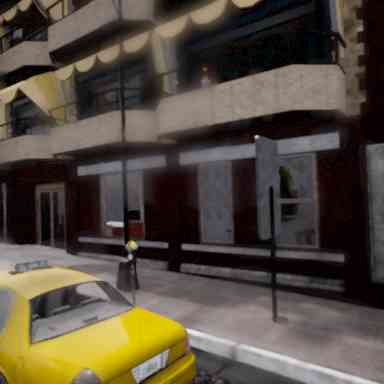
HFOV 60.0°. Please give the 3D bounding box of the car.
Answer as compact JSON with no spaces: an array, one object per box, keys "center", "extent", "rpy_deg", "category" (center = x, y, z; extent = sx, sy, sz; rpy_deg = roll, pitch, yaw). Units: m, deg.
[{"center":[-2.251,1.566,4.353],"extent":[4.829,1.417,1.752],"rpy_deg":[-1,-2,36],"category":"car"}]
